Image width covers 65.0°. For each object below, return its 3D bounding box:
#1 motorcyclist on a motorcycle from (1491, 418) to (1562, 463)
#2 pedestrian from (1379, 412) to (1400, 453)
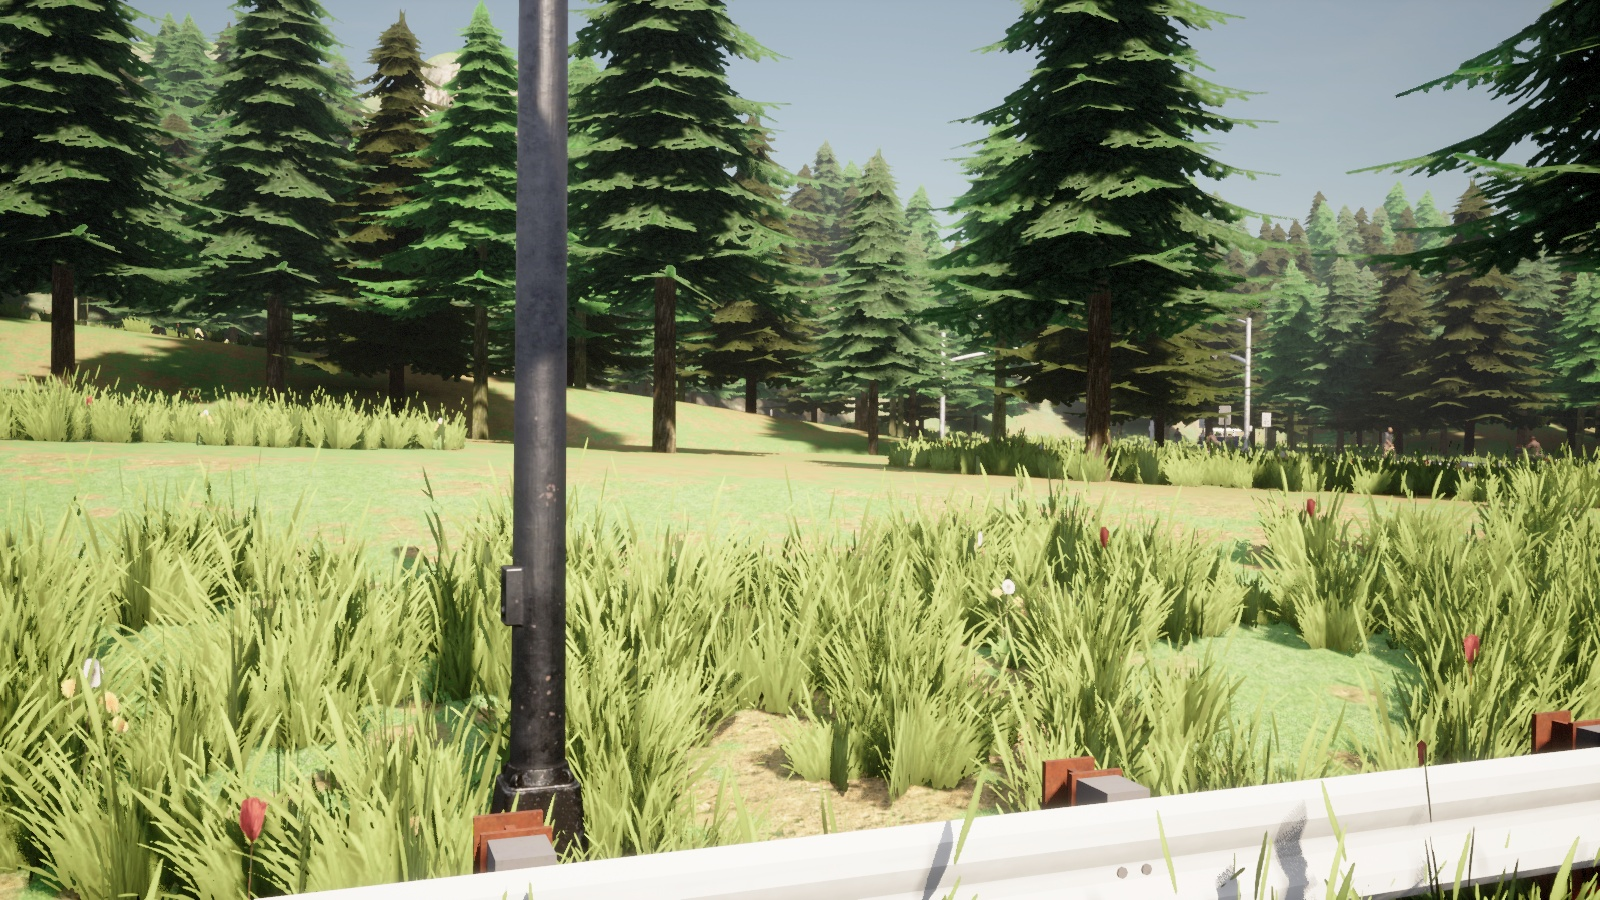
[{"bbox_3d":[27.373,-0.344,47.359,0.766,1.649,2.350,-1,1,-21],"label":"motorcyclist on a motorcycle"},{"bbox_3d":[27.306,-0.808,58.155,0.540,1.848,0.694,-1,1,-24],"label":"pedestrian"}]
